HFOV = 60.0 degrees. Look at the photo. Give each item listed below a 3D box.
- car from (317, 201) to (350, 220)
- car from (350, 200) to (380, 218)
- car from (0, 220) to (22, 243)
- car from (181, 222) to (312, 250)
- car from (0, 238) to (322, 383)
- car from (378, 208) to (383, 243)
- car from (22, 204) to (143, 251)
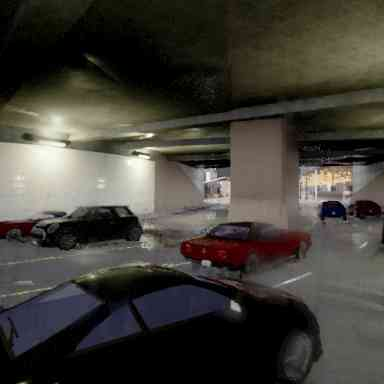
[{"bbox_3d":[11.668,1.477,28.010,1.882,1.535,5.008,0,0,17],"label":"car"},{"bbox_3d":[15.871,1.477,30.803,1.882,1.535,5.008,0,0,14],"label":"car"},{"bbox_3d":[-7.260,1.601,16.216,4.718,1.301,1.895,0,0,-43],"label":"car"},{"bbox_3d":[1.923,1.601,10.421,1.895,1.301,4.718,0,0,44],"label":"car"},{"bbox_3d":[-0.361,1.564,3.877,4.181,1.385,1.994,0,0,-37],"label":"car"},{"bbox_3d":[9.858,1.506,15.262,1.837,1.490,4.892,1,1,33],"label":"car"},{"bbox_3d":[-4.419,1.352,14.311,2.097,1.767,4.553,0,0,45],"label":"car"}]
